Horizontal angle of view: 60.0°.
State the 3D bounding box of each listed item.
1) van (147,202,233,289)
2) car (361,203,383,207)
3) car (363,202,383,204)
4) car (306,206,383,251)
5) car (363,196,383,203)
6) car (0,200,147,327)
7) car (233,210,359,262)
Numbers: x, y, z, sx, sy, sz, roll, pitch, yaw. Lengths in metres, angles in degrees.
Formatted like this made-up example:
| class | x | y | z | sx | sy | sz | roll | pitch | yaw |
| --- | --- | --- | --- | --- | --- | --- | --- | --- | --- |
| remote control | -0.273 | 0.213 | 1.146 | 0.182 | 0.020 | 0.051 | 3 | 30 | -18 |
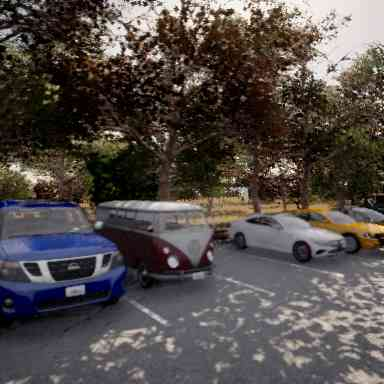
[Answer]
| class | x | y | z | sx | sy | sz | roll | pitch | yaw |
| --- | --- | --- | --- | --- | --- | --- | --- | --- | --- |
| van | -1.137 | 1.256 | 9.103 | 1.878 | 1.987 | 4.442 | 0 | 0 | -35 |
| car | 7.867 | 1.490 | 15.662 | 2.231 | 1.521 | 4.892 | 0 | 0 | -35 |
| car | 10.122 | 1.520 | 17.294 | 2.163 | 1.488 | 4.792 | 0 | 0 | -35 |
| car | 5.599 | 1.488 | 14.046 | 2.097 | 1.535 | 5.008 | 0 | 0 | -35 |
| car | 12.426 | 1.240 | 18.864 | 2.435 | 2.045 | 5.566 | 0 | 0 | -35 |
| car | -3.458 | 1.229 | 7.559 | 2.435 | 2.045 | 5.566 | 0 | 0 | -35 |
| car | 3.331 | 1.527 | 12.429 | 2.002 | 1.452 | 4.674 | 0 | 0 | -35 |
